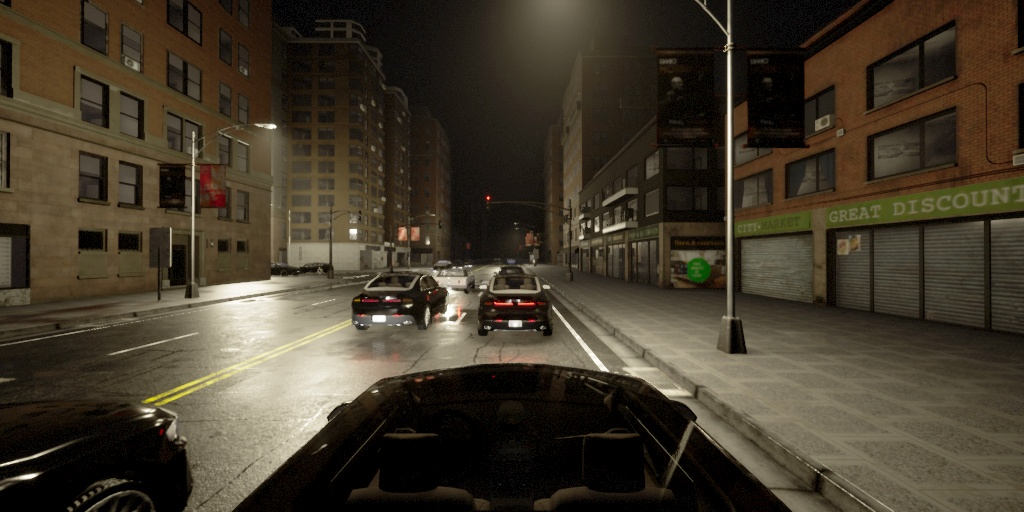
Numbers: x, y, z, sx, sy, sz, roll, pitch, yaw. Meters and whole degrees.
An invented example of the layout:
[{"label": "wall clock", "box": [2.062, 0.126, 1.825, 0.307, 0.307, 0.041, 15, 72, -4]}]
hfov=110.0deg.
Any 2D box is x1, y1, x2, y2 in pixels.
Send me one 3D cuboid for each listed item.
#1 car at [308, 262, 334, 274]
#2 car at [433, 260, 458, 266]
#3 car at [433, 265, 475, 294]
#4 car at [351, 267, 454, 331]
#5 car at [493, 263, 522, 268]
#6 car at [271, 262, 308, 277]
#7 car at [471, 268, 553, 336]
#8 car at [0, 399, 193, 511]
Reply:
[{"label": "car", "box": [-22.227, 1.346, 40.053, 4.313, 1.339, 1.948, 0, 0, 0]}, {"label": "car", "box": [-9.918, 1.317, 52.220, 2.033, 1.411, 5.357, 0, 0, 4]}, {"label": "car", "box": [-3.189, 1.353, 20.290, 1.895, 1.301, 4.718, 0, 0, 0]}, {"label": "car", "box": [-3.170, 1.255, 10.974, 1.837, 1.490, 4.892, 0, 0, 0]}, {"label": "car", "box": [-0.035, 1.278, 19.644, 1.812, 1.442, 4.674, 0, 0, 0]}, {"label": "car", "box": [-22.610, 1.315, 34.572, 4.181, 1.385, 1.994, 0, 0, 0]}, {"label": "car", "box": [0.081, 1.256, 10.387, 1.837, 1.490, 4.892, 0, 0, 0]}, {"label": "car", "box": [-3.154, 1.242, 0.484, 2.128, 1.511, 4.902, 0, 0, 0]}]
